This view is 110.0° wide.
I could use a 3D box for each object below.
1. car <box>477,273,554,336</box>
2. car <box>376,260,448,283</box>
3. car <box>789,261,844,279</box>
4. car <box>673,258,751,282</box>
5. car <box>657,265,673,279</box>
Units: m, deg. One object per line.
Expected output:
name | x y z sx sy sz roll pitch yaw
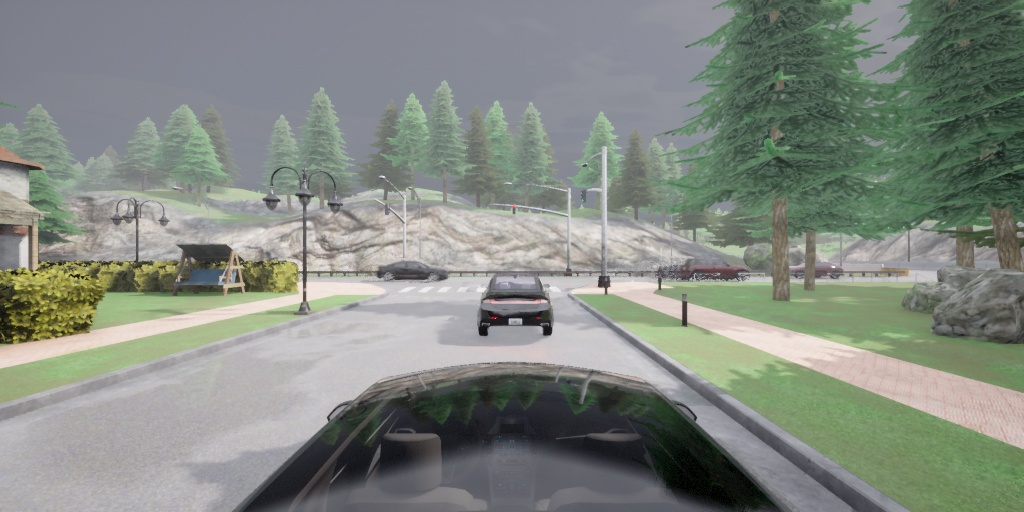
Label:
car | 0.098 1.242 10.370 2.128 1.511 4.902 0 0 1
car | -7.118 1.092 25.851 5.008 1.535 1.882 1 0 0
car | 24.485 1.113 29.438 4.674 1.442 1.812 0 0 0
car | 14.523 0.940 25.803 4.553 1.767 2.097 0 0 0
car | 14.183 1.151 29.496 4.181 1.385 1.994 0 0 0
